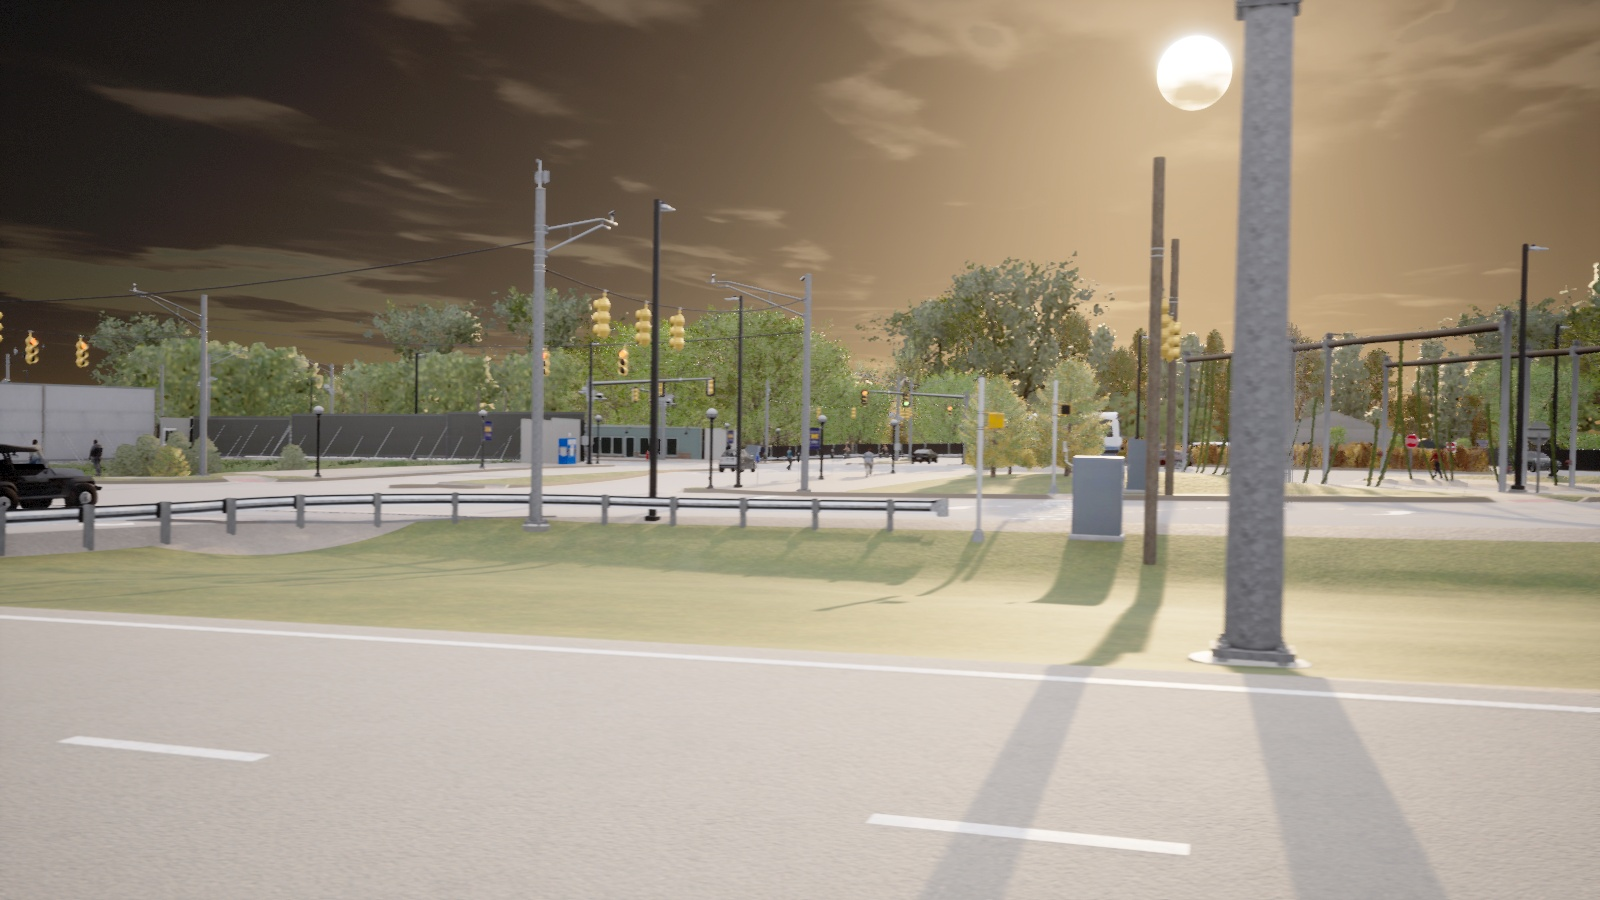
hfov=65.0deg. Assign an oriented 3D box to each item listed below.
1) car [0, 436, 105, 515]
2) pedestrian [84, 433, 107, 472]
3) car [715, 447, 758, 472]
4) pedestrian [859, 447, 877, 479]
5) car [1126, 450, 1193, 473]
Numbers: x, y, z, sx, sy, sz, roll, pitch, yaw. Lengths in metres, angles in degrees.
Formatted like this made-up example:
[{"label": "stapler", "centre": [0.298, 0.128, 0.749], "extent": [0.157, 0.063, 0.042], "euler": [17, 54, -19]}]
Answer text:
[{"label": "car", "centre": [-19.992, 0.604, 31.843], "extent": [1.905, 1.878, 3.866], "euler": [1, 1, 19]}, {"label": "pedestrian", "centre": [-34.570, 0.122, 61.638], "extent": [0.849, 1.883, 0.563], "euler": [2, 1, 18]}, {"label": "car", "centre": [-4.335, 0.660, 86.681], "extent": [1.851, 1.617, 3.988], "euler": [1, 0, 14]}, {"label": "pedestrian", "centre": [4.118, 0.768, 76.104], "extent": [0.874, 1.855, 0.900], "euler": [2, 1, 18]}, {"label": "car", "centre": [27.116, 0.875, 94.676], "extent": [4.792, 1.488, 2.163], "euler": [2, 2, 18]}]
